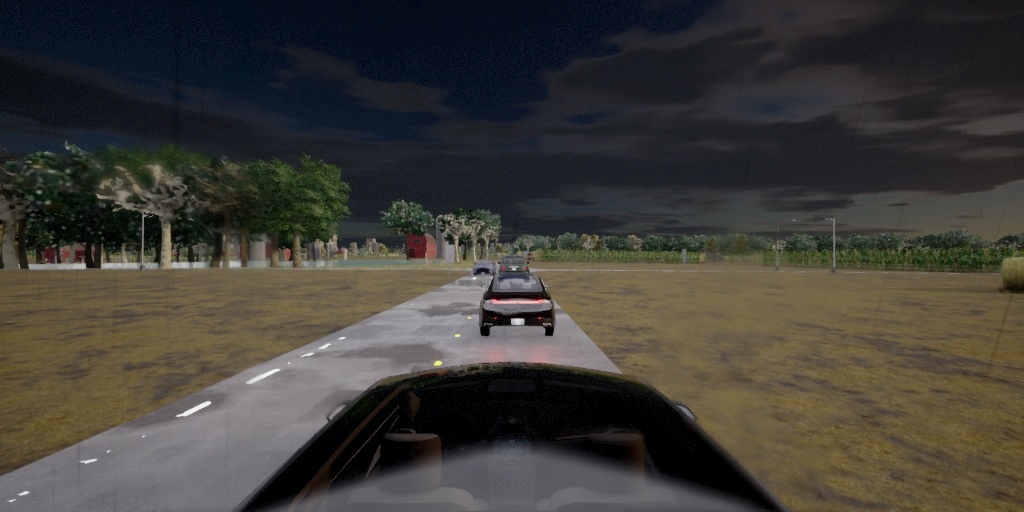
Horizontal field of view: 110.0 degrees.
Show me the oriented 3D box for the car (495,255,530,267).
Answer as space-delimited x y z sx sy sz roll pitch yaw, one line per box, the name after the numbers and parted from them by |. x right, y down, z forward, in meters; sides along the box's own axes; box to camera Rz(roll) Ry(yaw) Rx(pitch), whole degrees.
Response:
0.135 0.966 26.564 2.150 2.045 5.566 0 0 0 | car

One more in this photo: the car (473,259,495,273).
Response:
-2.747 1.089 36.404 2.097 1.767 4.553 0 0 1 | car

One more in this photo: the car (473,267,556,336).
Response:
0.115 1.241 10.364 2.128 1.511 4.902 0 0 0 | car
